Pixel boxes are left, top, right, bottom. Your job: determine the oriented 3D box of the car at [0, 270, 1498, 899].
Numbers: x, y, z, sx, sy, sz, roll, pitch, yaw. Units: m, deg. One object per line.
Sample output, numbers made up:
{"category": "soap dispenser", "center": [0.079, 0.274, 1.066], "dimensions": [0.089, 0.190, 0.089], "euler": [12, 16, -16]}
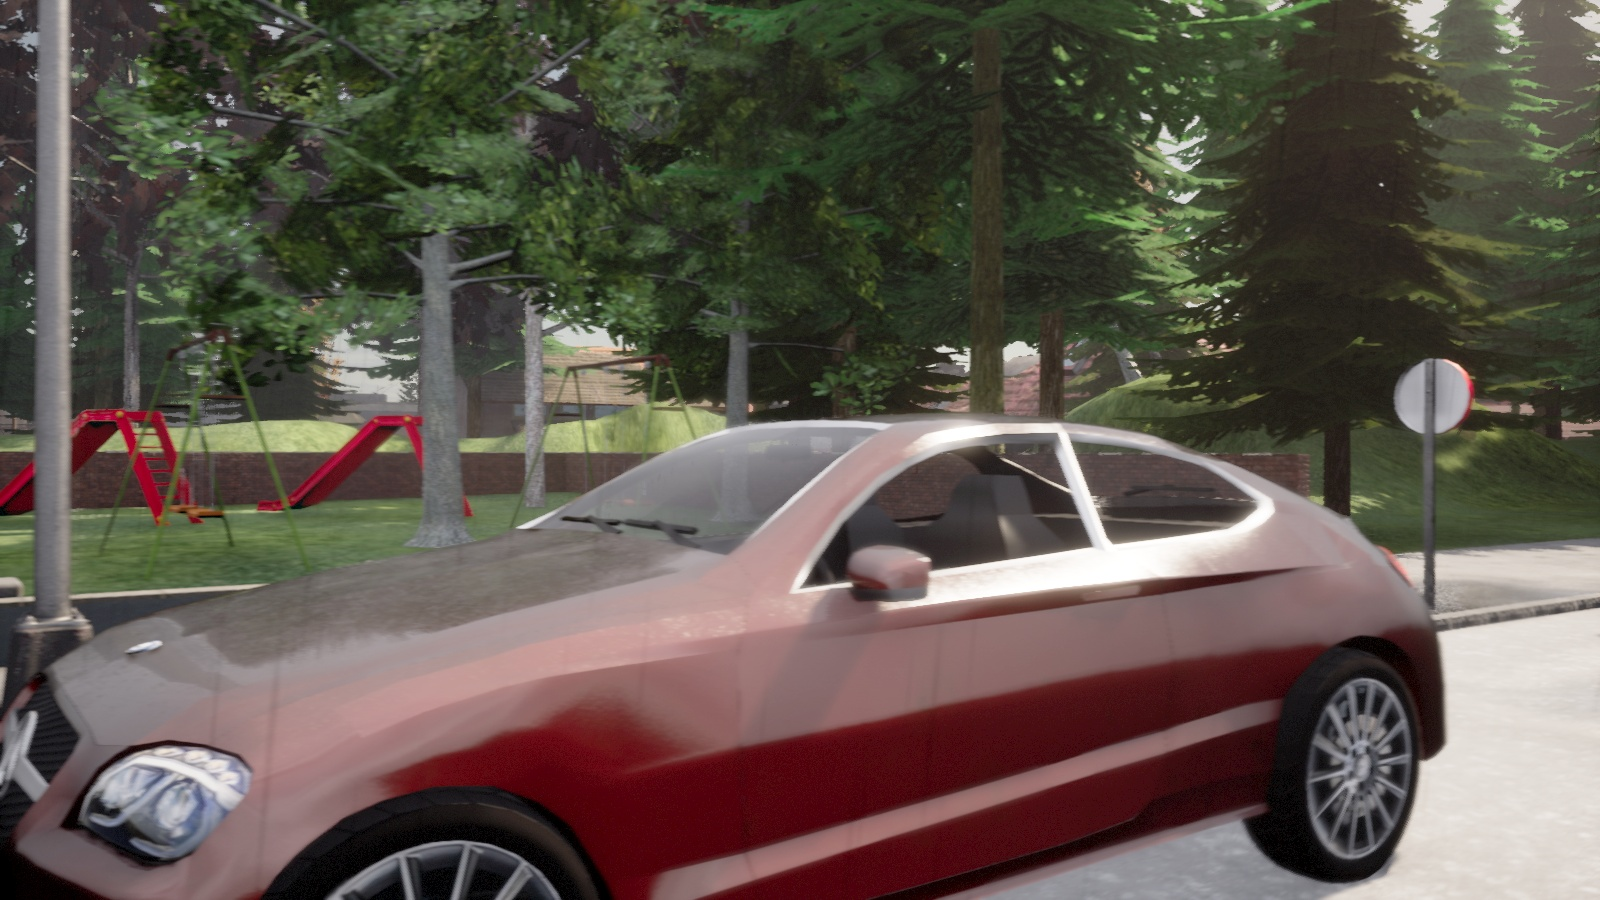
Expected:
{"category": "car", "center": [0.004, 0.534, 4.274], "dimensions": [5.027, 1.651, 2.152], "euler": [0, 0, -35]}
